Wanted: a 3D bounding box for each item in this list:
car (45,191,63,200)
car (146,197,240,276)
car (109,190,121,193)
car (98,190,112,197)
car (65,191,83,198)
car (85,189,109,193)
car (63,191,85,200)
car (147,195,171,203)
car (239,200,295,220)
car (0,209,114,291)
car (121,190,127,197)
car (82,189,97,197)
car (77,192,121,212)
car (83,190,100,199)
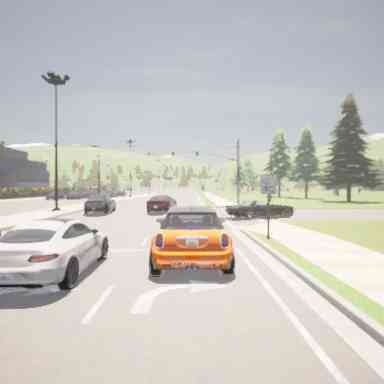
[{"bbox_3d":[-23.232,0.612,56.822,1.812,1.442,4.674,0,1,0],"label":"car"},{"bbox_3d":[-0.027,1.189,10.009,2.097,1.767,4.553,0,1,-1],"label":"car"},{"bbox_3d":[-16.223,0.434,65.984,2.128,1.511,4.902,0,1,0],"label":"car"},{"bbox_3d":[-19.714,0.311,75.458,1.812,1.442,4.674,0,1,0],"label":"car"},{"bbox_3d":[-23.223,0.500,65.518,1.994,1.385,4.181,0,1,0],"label":"car"},{"bbox_3d":[-16.232,0.686,56.848,1.895,1.301,4.718,0,1,0],"label":"car"},{"bbox_3d":[-19.732,0.654,56.576,1.994,1.385,4.181,0,1,0],"label":"car"},{"bbox_3d":[-2.561,1.005,29.264,1.882,1.535,5.008,0,1,9],"label":"car"},{"bbox_3d":[4.916,1.219,23.631,4.718,1.301,1.895,0,1,-21],"label":"car"},{"bbox_3d":[-3.504,1.388,8.467,1.812,1.442,4.674,0,1,-1],"label":"car"},{"bbox_3d":[-16.213,0.331,75.960,1.994,1.385,4.181,0,1,0],"label":"car"},{"bbox_3d":[-23.213,0.139,75.680,2.097,1.767,4.553,0,1,0],"label":"car"},{"bbox_3d":[-7.657,1.040,27.973,2.128,1.511,4.902,0,1,-2],"label":"car"},{"bbox_3d":[-19.723,0.424,65.502,1.882,1.535,5.008,0,1,0],"label":"car"}]
